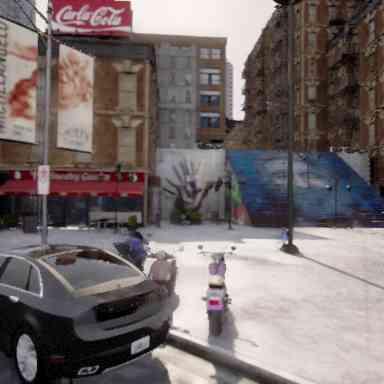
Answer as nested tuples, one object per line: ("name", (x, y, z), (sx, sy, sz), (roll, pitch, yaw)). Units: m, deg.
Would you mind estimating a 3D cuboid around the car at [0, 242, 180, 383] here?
("car", (-2.526, 1.643, 5.585), (4.892, 1.490, 1.837), (-1, -2, 38))
